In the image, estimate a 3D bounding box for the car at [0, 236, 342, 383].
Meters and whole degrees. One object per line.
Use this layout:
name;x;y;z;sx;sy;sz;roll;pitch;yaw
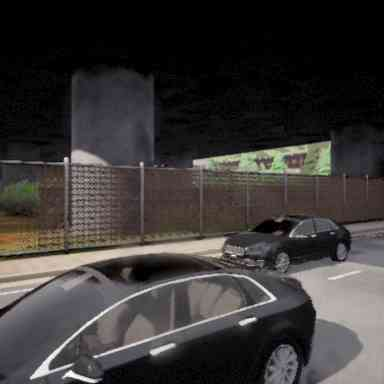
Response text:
car;-0.693;1.506;3.479;4.892;1.490;1.837;1;0;-35

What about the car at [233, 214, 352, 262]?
car;3.112;1.496;10.494;4.892;1.490;1.837;0;0;-35
